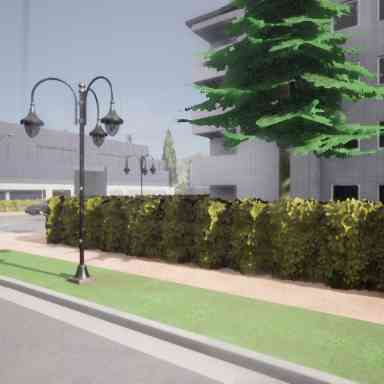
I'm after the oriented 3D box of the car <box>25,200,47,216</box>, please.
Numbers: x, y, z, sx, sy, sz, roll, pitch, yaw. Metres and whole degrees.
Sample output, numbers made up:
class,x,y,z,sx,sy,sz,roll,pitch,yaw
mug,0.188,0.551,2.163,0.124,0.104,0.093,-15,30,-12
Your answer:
class,x,y,z,sx,sy,sz,roll,pitch,yaw
car,-13.975,1.521,32.983,1.837,1.490,4.892,0,0,35
